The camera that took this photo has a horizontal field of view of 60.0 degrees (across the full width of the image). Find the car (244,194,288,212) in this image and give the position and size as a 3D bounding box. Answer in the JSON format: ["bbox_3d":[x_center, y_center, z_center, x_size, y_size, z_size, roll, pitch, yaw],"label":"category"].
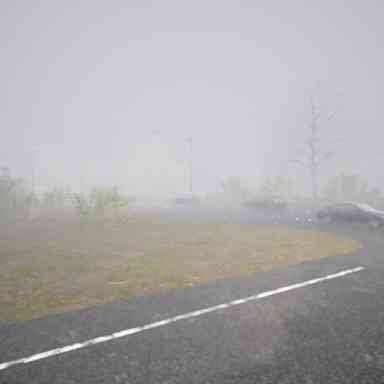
[{"bbox_3d":[7.464,1.012,34.062,2.097,1.767,4.553,-1,1,-37],"label":"car"}]

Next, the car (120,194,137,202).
[{"bbox_3d":[-11.506,0.993,59.123,1.882,1.535,5.008,-1,1,-37],"label":"car"}]

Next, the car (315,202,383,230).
[{"bbox_3d":[9.602,1.323,19.639,1.812,1.442,4.674,-1,1,-37],"label":"car"}]

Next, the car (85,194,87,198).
[{"bbox_3d":[-17.452,1.121,55.392,1.812,1.442,4.674,-1,1,-37],"label":"car"}]

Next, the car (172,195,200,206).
[{"bbox_3d":[-0.882,1.092,45.089,2.128,1.511,4.902,-1,1,-37],"label":"car"}]
